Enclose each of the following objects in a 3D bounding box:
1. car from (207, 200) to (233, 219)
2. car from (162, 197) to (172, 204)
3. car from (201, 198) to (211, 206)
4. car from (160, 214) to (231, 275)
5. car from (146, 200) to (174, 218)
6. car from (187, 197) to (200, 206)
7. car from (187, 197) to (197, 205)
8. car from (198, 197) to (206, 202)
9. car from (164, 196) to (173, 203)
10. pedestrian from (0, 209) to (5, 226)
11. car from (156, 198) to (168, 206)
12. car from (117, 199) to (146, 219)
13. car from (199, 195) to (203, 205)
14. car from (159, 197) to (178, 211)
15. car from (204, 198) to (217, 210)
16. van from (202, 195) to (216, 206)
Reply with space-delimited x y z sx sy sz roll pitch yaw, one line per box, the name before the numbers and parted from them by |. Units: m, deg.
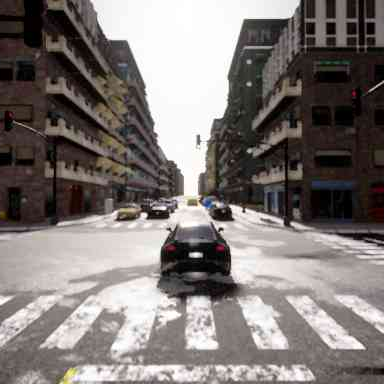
car | 2.700 1.707 30.587 1.947 1.339 4.313 1 0 0
car | -5.683 1.905 75.727 2.008 1.369 4.403 1 0 0
car | 2.697 1.882 64.442 1.802 1.307 4.206 1 0 0
car | 0.099 1.614 10.636 1.994 1.385 4.181 0 0 0
car | -3.102 1.709 31.576 1.994 1.385 4.181 0 0 0
car | 0.095 1.761 60.849 1.882 1.535 5.008 0 0 0
car | -0.006 1.858 71.121 2.128 1.511 4.902 0 0 0
car | 2.695 1.988 92.655 2.008 1.369 4.403 1 0 0
car | -5.682 1.822 81.370 1.967 1.590 4.097 1 0 0
pedestrian | -12.541 1.688 22.021 0.500 1.100 0.500 0 -2 1
car | -5.682 1.845 64.442 1.887 1.381 4.507 1 0 0
car | -5.679 1.666 30.416 1.752 1.417 4.829 1 0 0
car | 2.699 1.800 58.970 1.752 1.417 4.829 1 0 0
car | -3.100 1.664 40.294 1.882 1.535 5.008 0 0 0
car | 2.700 1.718 36.230 2.008 1.369 4.403 1 0 0
van | 2.703 1.561 47.515 1.690 1.788 3.998 1 0 0
